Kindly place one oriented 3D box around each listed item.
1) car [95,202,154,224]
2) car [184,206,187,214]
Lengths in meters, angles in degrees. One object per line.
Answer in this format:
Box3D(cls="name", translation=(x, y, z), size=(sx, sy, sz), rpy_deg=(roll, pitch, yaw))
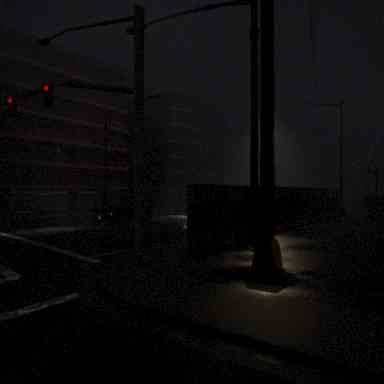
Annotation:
Box3D(cls="car", translation=(-4.927, 1.491, 24.787), size=(2.128, 1.511, 4.902), rpy_deg=(0, 0, 35))
Box3D(cls="car", translation=(1.149, 1.505, 33.435), size=(1.837, 1.490, 4.892), rpy_deg=(0, 0, 35))
